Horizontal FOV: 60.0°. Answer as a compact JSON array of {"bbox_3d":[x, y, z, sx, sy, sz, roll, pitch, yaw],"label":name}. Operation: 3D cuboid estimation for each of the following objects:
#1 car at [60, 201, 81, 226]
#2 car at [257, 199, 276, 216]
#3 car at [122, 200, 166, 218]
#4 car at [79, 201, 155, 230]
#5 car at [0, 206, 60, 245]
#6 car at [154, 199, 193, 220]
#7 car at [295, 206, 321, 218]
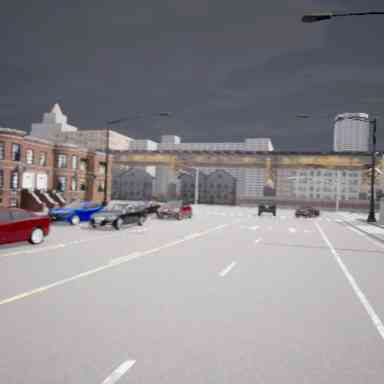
[{"bbox_3d":[-7.698,1.368,22.905,1.882,1.535,5.008,2,-1,19],"label":"car"},{"bbox_3d":[9.582,1.974,42.566,2.150,2.045,5.566,2,0,12],"label":"car"},{"bbox_3d":[-4.553,1.590,32.414,2.128,1.511,4.902,2,-1,18],"label":"car"},{"bbox_3d":[-4.562,1.493,21.242,2.128,1.511,4.902,2,-1,18],"label":"car"},{"bbox_3d":[-7.505,1.284,12.284,1.882,1.535,5.008,2,-1,18],"label":"car"},{"bbox_3d":[-1.493,1.556,30.510,2.097,1.767,4.553,2,-1,18],"label":"car"},{"bbox_3d":[14.479,2.487,41.486,2.033,1.411,5.357,2,-1,36],"label":"car"}]
